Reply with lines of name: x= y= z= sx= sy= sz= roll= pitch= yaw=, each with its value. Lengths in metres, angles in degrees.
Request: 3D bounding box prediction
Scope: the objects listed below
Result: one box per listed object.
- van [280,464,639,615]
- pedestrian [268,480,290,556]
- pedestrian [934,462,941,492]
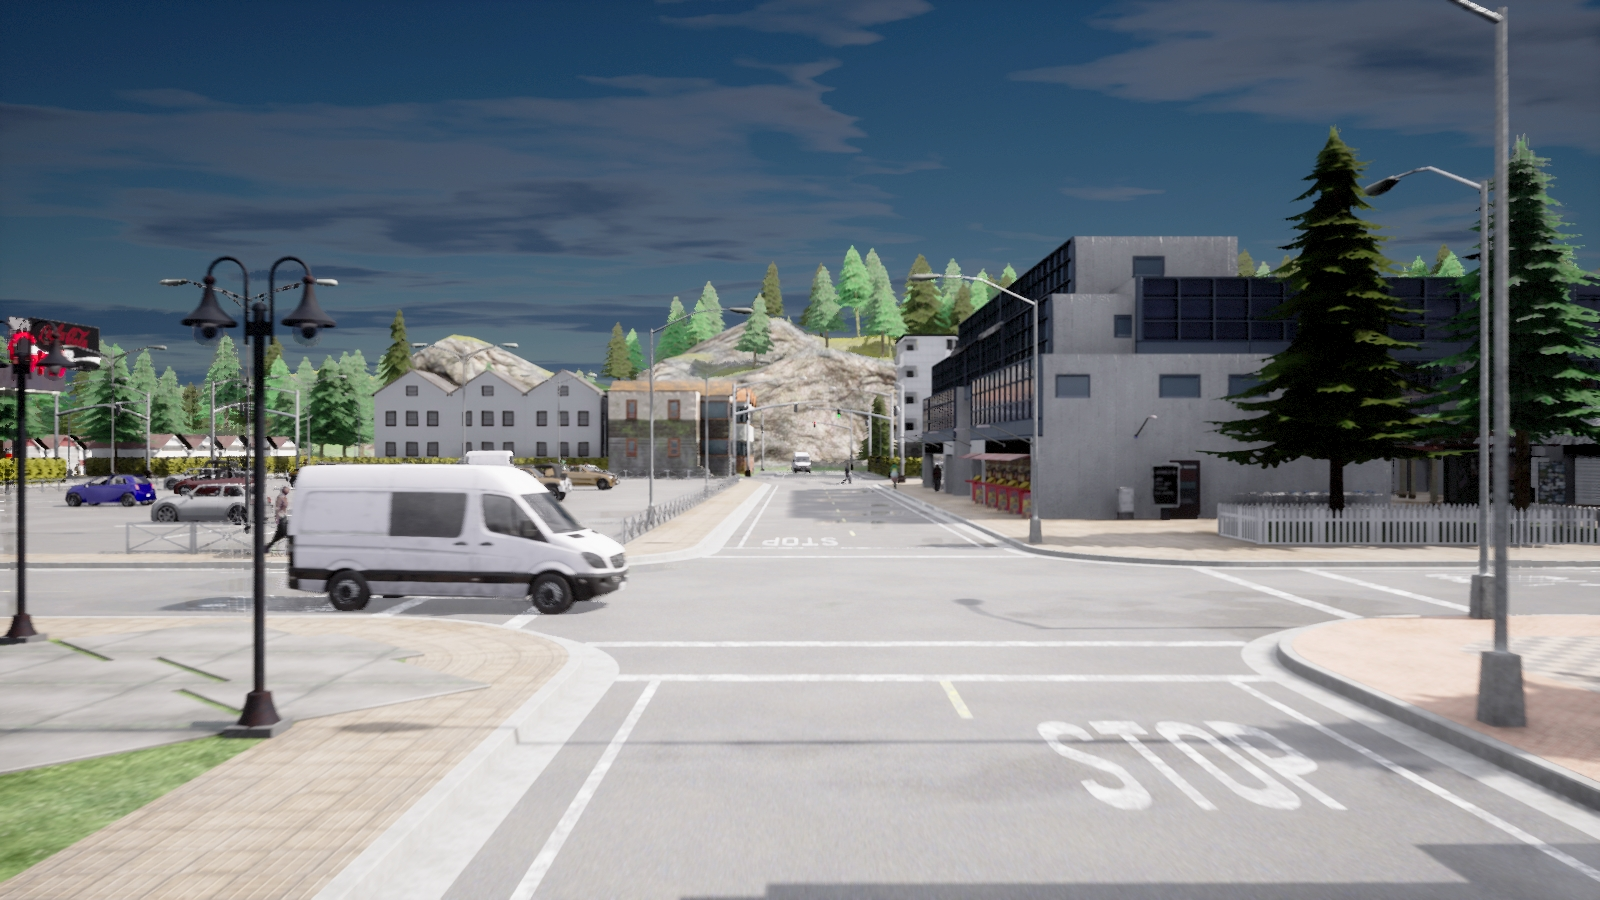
van: x=-6.060 y=1.531 z=20.675 sx=5.915 sy=2.561 sz=1.988 roll=0 pitch=0 yaw=6
pedestrian: x=-13.007 y=1.692 z=28.543 sx=0.375 sy=1.860 sz=0.375 roll=0 pitch=0 yaw=0
pedestrian: x=8.512 y=1.679 z=70.805 sx=0.375 sy=1.860 sz=0.375 roll=0 pitch=0 yaw=1
